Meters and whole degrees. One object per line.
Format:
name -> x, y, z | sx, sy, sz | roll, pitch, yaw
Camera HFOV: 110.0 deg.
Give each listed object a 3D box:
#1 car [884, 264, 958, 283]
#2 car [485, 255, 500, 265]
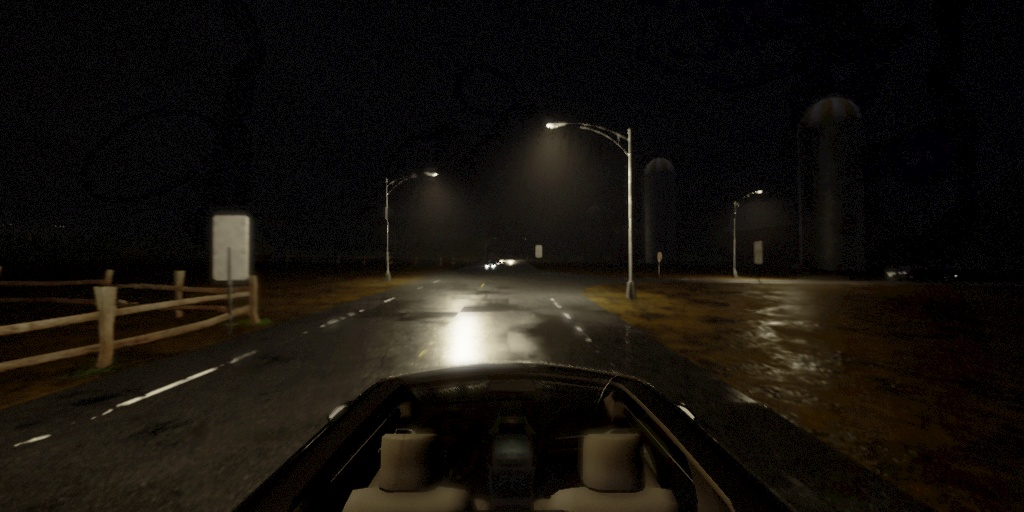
car -> 34.562, 1.455, 30.390 | 4.902, 1.511, 2.128 | 1, -1, 0
car -> -3.709, 0.762, 62.436 | 2.128, 1.511, 4.902 | -1, 0, 0
